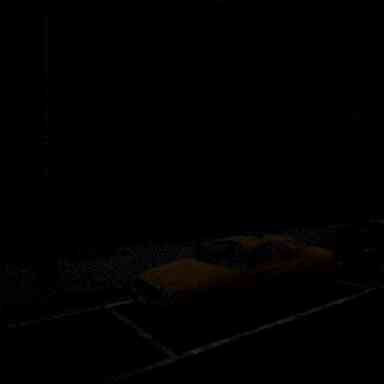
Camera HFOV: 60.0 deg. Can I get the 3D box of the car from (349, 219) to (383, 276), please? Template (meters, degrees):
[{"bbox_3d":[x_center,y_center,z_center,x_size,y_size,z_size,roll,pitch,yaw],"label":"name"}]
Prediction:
[{"bbox_3d":[5.664,1.538,10.226,4.313,1.339,1.947,0,0,-35],"label":"car"}]

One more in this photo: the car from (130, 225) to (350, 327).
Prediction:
[{"bbox_3d":[1.118,1.512,6.985,4.829,1.417,1.752,0,0,-35],"label":"car"}]
